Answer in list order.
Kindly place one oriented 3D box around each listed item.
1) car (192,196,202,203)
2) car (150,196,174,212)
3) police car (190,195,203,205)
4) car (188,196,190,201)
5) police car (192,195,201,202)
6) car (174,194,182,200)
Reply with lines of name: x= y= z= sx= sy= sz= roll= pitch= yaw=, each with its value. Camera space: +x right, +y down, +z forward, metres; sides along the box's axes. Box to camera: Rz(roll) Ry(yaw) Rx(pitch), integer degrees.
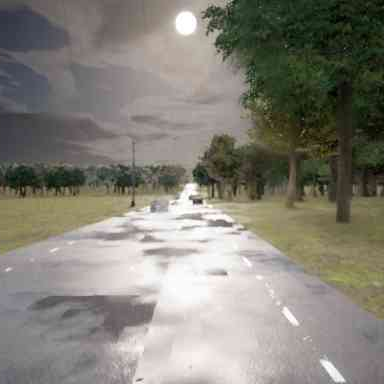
car: x=1.048 y=1.566 z=71.520 sx=1.882 sy=1.535 sz=5.008 roll=0 pitch=0 yaw=0
car: x=-3.591 y=1.463 z=37.623 sx=2.128 sy=1.511 sz=4.902 roll=0 pitch=0 yaw=0
police car: x=1.049 y=1.467 z=61.629 sx=1.930 sy=1.638 sz=5.238 roll=0 pitch=0 yaw=0
car: x=-0.002 y=1.584 z=95.555 sx=2.097 sy=1.767 sz=4.553 roll=0 pitch=0 yaw=0
police car: x=1.048 y=1.549 z=77.632 sx=1.930 sy=1.638 sz=5.238 roll=0 pitch=0 yaw=0
car: x=-3.502 y=1.323 z=78.938 sx=1.837 sy=1.490 sz=4.892 roll=0 pitch=0 yaw=0
